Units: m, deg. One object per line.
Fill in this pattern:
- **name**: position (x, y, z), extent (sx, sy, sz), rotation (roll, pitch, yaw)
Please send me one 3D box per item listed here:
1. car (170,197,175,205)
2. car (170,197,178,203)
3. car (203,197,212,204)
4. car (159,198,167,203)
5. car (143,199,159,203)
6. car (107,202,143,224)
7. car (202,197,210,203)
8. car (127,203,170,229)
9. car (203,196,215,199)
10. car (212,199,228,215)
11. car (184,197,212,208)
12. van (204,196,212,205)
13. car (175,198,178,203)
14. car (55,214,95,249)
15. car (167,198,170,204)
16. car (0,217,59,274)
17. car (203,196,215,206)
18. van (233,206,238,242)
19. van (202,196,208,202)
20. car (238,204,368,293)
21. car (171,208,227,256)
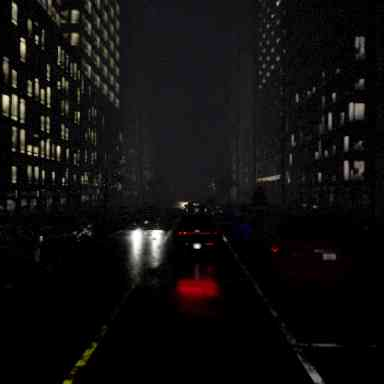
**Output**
- **car**: position (-5.001, 1.963, 65.762), extent (1.752, 1.417, 4.829), rotation (0, 0, 1)
- **car**: position (-4.752, 2.144, 88.665), extent (2.008, 1.369, 4.403), rotation (0, 0, 1)
- **car**: position (3.504, 1.987, 77.208), extent (1.967, 1.590, 4.097), rotation (0, 0, 1)
- **car**: position (-5.184, 1.903, 48.882), extent (1.802, 1.307, 4.206), rotation (0, 0, 1)
- **car**: position (-5.308, 1.793, 37.516), extent (2.008, 1.369, 4.403), rotation (0, 0, 1)
- **car**: position (-5.431, 1.714, 26.150), extent (2.008, 1.369, 4.403), rotation (0, 0, 1)
- **car**: position (3.627, 2.064, 88.574), extent (1.967, 1.590, 4.097), rotation (0, 0, 1)
- **car**: position (-2.857, 1.713, 22.801), extent (1.994, 1.385, 4.181), rotation (0, 0, 1)
- **car**: position (3.318, 1.745, 60.159), extent (2.192, 1.841, 5.009), rotation (0, 0, 1)
- **car**: position (3.073, 1.823, 37.424), extent (2.008, 1.369, 4.403), rotation (0, 0, 1)
- **car**: position (0.391, 1.561, 29.765), extent (2.097, 1.767, 4.553), rotation (0, 0, 1)
- **van**: position (3.442, 1.849, 71.526), extent (1.690, 1.788, 3.998), rotation (0, 0, 1)
- **car**: position (-4.876, 2.082, 77.298), extent (1.947, 1.339, 4.313), rotation (0, 0, 1)
- **car**: position (-5.554, 1.666, 14.783), extent (1.802, 1.307, 4.206), rotation (0, 0, 1)
- **car**: position (-5.123, 1.800, 54.566), extent (1.967, 1.590, 4.097), rotation (0, 0, 1)
- **car**: position (-5.617, 1.595, 9.100), extent (2.008, 1.369, 4.403), rotation (0, 0, 1)
- **car**: position (3.380, 1.784, 65.843), extent (2.192, 1.841, 5.009), rotation (0, 0, 1)
- **van**: position (2.824, 1.455, 14.694), extent (1.690, 1.788, 3.998), rotation (0, 0, 1)
- **van**: position (3.688, 2.003, 94.258), extent (1.690, 1.788, 3.998), rotation (0, 0, 1)
- **car**: position (2.762, 1.389, 9.011), extent (2.192, 1.841, 5.009), rotation (0, 0, 1)
- **car**: position (0.214, 1.600, 13.589), extent (1.837, 1.490, 4.892), rotation (0, -1, 1)
